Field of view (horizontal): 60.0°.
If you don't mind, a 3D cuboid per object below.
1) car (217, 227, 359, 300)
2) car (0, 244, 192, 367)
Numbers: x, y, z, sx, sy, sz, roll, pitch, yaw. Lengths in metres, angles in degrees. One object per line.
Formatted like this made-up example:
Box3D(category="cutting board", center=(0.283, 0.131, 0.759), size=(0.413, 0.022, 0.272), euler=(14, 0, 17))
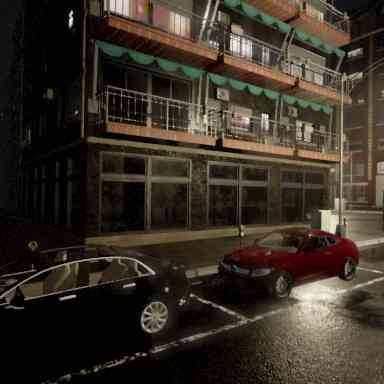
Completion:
Box3D(category="car", center=(2.567, 1.584, 8.345), size=(4.206, 1.307, 1.802), euler=(0, 1, -36))
Box3D(category="car", center=(-2.057, 1.551, 5.036), size=(4.403, 1.369, 2.008), euler=(0, 1, -36))
